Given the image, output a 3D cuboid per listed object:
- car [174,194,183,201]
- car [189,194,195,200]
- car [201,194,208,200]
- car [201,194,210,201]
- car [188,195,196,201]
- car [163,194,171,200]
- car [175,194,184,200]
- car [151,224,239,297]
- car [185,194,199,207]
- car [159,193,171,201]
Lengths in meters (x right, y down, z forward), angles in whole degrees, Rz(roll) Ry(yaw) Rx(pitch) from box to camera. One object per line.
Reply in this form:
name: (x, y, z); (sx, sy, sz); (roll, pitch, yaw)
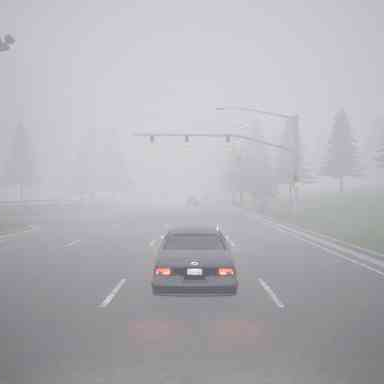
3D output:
car: (-3.483, 1.517, 83.868); (1.812, 1.442, 4.674); (0, 0, 0)
car: (0.019, 1.310, 93.870); (1.882, 1.535, 5.008); (0, 0, 0)
car: (3.519, 1.310, 93.869); (1.882, 1.535, 5.008); (0, 0, 0)
car: (3.517, 1.492, 83.449); (1.837, 1.490, 4.892); (0, 0, 0)
car: (0.017, 1.531, 83.450); (2.033, 1.411, 5.357); (0, 0, 0)
car: (-6.981, 1.385, 93.872); (1.994, 1.385, 4.181); (0, 0, 0)
car: (-3.481, 1.357, 93.871); (2.128, 1.511, 4.902); (0, 0, 0)
car: (0.068, 1.547, 8.768); (2.033, 1.411, 5.357); (0, 0, 0)
car: (0.009, 1.352, 52.807); (2.097, 1.767, 4.553); (0, 0, 0)
car: (-6.983, 1.217, 83.482); (2.150, 2.045, 5.566); (0, 0, 0)
